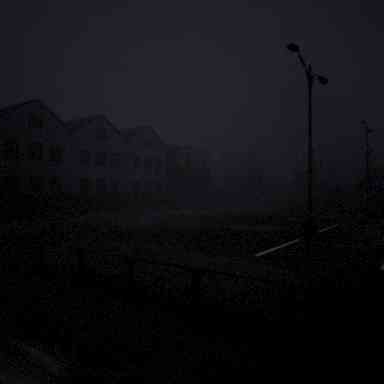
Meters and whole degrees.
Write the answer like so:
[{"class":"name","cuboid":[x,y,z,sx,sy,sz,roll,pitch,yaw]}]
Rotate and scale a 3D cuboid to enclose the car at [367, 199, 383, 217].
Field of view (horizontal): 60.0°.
[{"class":"car","cuboid":[15.402,1.301,26.839,2.007,1.523,4.514,0,0,35]}]
